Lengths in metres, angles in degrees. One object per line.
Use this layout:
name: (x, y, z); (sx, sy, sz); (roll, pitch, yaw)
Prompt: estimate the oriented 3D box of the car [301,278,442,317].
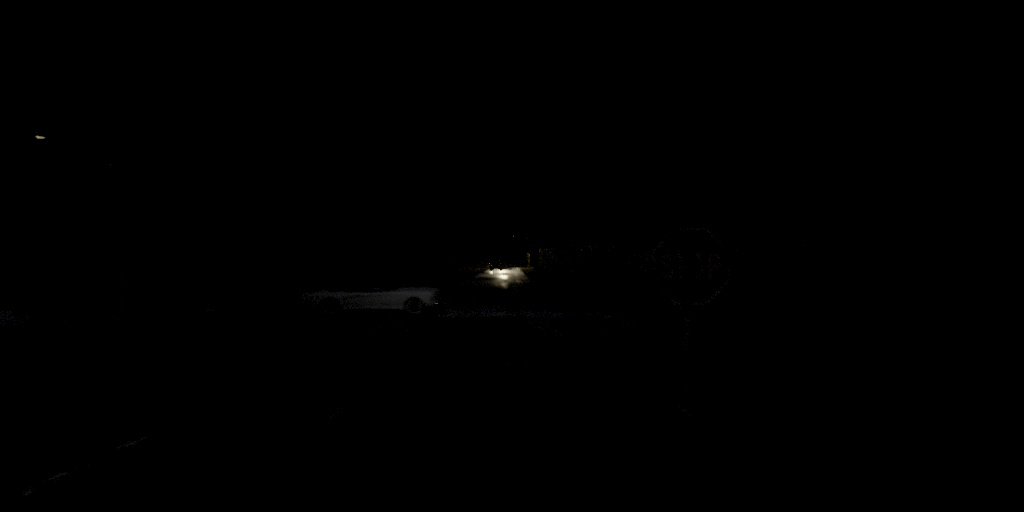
car: (-5.061, 1.499, 13.502); (4.718, 1.301, 1.895); (0, -1, -4)
